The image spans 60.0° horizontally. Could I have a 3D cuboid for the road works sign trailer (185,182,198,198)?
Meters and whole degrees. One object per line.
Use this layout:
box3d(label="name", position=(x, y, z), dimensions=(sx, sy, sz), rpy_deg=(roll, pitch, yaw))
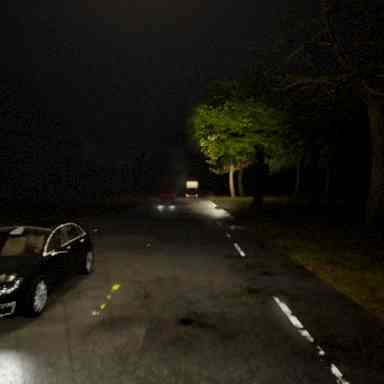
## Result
box3d(label="road works sign trailer", position=(0.041, -0.512, 71.861), dimensions=(2.380, 3.560, 2.880), rpy_deg=(0, 2, 0))

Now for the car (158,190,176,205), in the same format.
box3d(label="car", position=(-3.557, 0.719, 48.278), dimensions=(2.150, 2.045, 5.566), rpy_deg=(0, 1, 0))

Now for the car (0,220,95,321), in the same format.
box3d(label="car", position=(-3.596, 1.444, 7.383), dimensions=(1.837, 1.490, 4.892), rpy_deg=(0, 0, 0))
